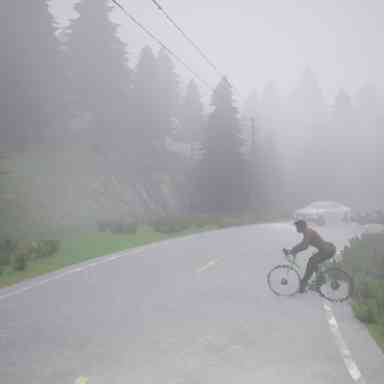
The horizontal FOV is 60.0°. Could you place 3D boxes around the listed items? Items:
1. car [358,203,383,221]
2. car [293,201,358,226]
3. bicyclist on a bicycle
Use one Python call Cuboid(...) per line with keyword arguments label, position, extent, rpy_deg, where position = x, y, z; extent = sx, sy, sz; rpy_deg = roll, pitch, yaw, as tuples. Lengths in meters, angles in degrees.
Cuboid(label="car", position=(12.016, 1.361, 20.454), extent=(5.357, 1.411, 2.033), rpy_deg=(0, 1, -31))
Cuboid(label="car", position=(8.658, 1.328, 21.956), extent=(4.674, 1.442, 1.812), rpy_deg=(0, 0, -35))
Cuboid(label="bicyclist on a bicycle", position=(2.363, 1.391, 6.718), extent=(1.656, 1.620, 0.582), rpy_deg=(0, 0, 18))
